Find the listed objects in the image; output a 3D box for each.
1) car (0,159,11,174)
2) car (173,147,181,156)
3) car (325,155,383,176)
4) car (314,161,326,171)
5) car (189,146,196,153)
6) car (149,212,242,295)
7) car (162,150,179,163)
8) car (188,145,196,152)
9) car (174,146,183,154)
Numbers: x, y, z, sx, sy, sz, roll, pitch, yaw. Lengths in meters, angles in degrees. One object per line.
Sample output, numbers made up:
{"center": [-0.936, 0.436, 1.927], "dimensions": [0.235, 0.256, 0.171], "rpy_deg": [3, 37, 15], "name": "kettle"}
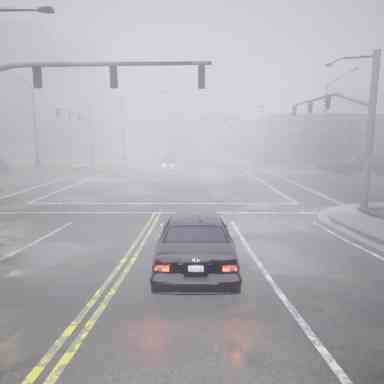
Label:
{"center": [-21.205, -2.648, 34.008], "dimensions": [4.553, 1.767, 2.097], "rpy_deg": [0, 9, 0], "name": "car"}
{"center": [-3.495, -6.886, 60.992], "dimensions": [1.837, 1.490, 4.892], "rpy_deg": [0, 9, 0], "name": "car"}
{"center": [17.064, -2.757, 33.817], "dimensions": [5.566, 2.045, 2.150], "rpy_deg": [0, 9, 1], "name": "car"}
{"center": [16.319, -3.053, 37.322], "dimensions": [4.902, 1.511, 2.128], "rpy_deg": [0, 9, 0], "name": "car"}
{"center": [0.096, -10.173, 81.758], "dimensions": [1.895, 1.301, 4.718], "rpy_deg": [0, 9, 0], "name": "car"}
{"center": [0.084, 1.218, 8.389], "dimensions": [2.033, 1.411, 5.357], "rpy_deg": [0, 4, 0], "name": "car"}
{"center": [-3.535, -5.301, 51.514], "dimensions": [2.033, 1.411, 5.357], "rpy_deg": [0, 9, 0], "name": "car"}
{"center": [0.108, -12.034, 91.705], "dimensions": [2.097, 1.767, 4.553], "rpy_deg": [0, 9, 0], "name": "car"}
{"center": [-3.416, -8.509, 71.188], "dimensions": [2.033, 1.411, 5.357], "rpy_deg": [0, 9, 0], "name": "car"}
